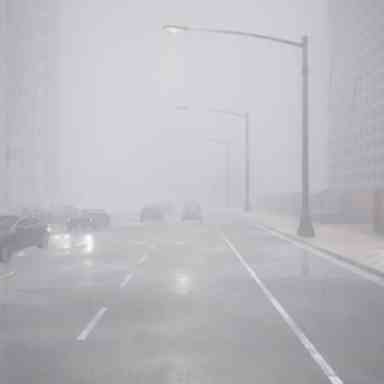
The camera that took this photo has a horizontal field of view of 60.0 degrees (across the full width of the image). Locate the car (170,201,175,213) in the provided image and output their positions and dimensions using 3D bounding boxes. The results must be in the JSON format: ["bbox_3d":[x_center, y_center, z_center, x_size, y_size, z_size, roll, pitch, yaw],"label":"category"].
[{"bbox_3d":[-3.446,1.995,44.731,2.128,1.511,4.902,0,-1,1],"label":"car"}]

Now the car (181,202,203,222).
[{"bbox_3d":[0.007,1.882,29.705,2.033,1.411,5.357,0,-1,0],"label":"car"}]

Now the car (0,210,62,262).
[{"bbox_3d":[-7.096,1.636,12.687,2.128,1.511,4.902,0,-1,0],"label":"car"}]

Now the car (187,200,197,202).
[{"bbox_3d":[0.053,1.853,44.662,2.097,1.767,4.553,0,-1,0],"label":"car"}]

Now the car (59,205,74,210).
[{"bbox_3d":[-10.554,1.780,26.779,1.882,1.535,5.008,0,-1,0],"label":"car"}]

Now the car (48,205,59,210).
[{"bbox_3d":[-10.499,1.510,21.230,1.994,1.385,4.181,0,-1,0],"label":"car"}]

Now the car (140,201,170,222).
[{"bbox_3d":[-3.488,1.829,30.013,2.128,1.511,4.902,0,-1,0],"label":"car"}]

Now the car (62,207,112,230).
[{"bbox_3d":[-7.078,1.862,23.171,1.895,1.301,4.718,0,-1,0],"label":"car"}]
